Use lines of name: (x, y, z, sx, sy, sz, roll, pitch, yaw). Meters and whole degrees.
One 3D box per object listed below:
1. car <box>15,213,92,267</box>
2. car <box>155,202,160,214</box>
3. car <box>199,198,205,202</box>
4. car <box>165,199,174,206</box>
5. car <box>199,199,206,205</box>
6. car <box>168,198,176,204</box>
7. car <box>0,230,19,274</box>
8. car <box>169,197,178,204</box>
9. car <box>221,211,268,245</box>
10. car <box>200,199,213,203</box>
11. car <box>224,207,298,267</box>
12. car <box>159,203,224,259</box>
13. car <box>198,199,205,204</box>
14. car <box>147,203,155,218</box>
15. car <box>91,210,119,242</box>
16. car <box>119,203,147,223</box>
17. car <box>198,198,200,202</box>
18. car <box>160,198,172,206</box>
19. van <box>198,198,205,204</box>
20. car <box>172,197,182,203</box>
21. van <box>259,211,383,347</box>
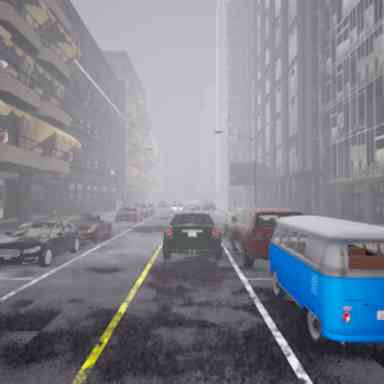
car: (-5.302, 1.677, 11.766, 2.008, 1.369, 4.403, 1, -1, 0)
car: (-5.286, 1.977, 39.446, 1.887, 1.381, 4.507, 0, -1, 0)
car: (2.603, 2.159, 56.226, 1.752, 1.417, 4.829, 0, -1, 0)
car: (-5.265, 2.459, 78.195, 2.008, 1.369, 4.403, 0, -1, 0)
car: (2.618, 2.508, 83.903, 1.752, 1.417, 4.829, 0, -1, 0)
car: (-5.258, 2.494, 89.266, 1.967, 1.590, 4.097, 0, -1, 0)
car: (-5.305, 1.649, 6.230, 1.802, 1.307, 4.206, 1, -1, 0)
car: (-5.254, 2.443, 94.804, 2.192, 1.841, 5.009, 0, -1, 0)
car: (2.581, 1.768, 17.308, 1.802, 1.307, 4.206, 0, -1, 0)
car: (2.600, 2.129, 50.519, 1.947, 1.339, 4.313, 0, -1, 0)
car: (2.580, 1.441, 11.775, 2.192, 1.841, 5.009, 1, -1, 0)
car: (0.028, 1.495, 13.424, 2.097, 1.767, 4.553, 0, -1, 0)
car: (2.624, 2.656, 94.973, 1.752, 1.417, 4.829, 0, -1, 0)
car: (-5.288, 1.809, 33.910, 1.967, 1.590, 4.097, 1, -1, 0)
car: (-5.299, 1.768, 17.302, 1.802, 1.307, 4.206, 1, -1, 0)
car: (-5.292, 1.851, 28.374, 1.887, 1.381, 4.507, 1, -1, 0)
car: (2.790, 2.253, 69.392, 1.801, 1.575, 5.366, 0, -1, 0)
car: (-5.273, 2.140, 61.588, 1.967, 1.590, 4.097, 0, -1, 0)
van: (2.623, 2.395, 89.269, 1.690, 1.788, 3.998, 0, -1, 0)
car: (-2.731, 2.238, 65.039, 2.128, 1.511, 4.902, 0, -1, 1)
van: (2.577, 1.408, 6.239, 1.690, 1.788, 3.998, 1, -1, 0)
